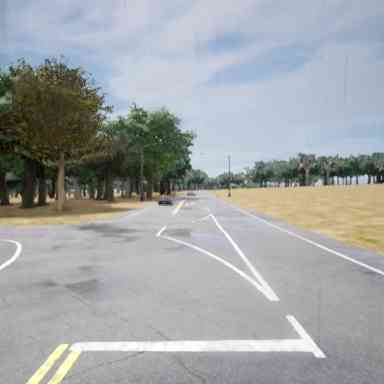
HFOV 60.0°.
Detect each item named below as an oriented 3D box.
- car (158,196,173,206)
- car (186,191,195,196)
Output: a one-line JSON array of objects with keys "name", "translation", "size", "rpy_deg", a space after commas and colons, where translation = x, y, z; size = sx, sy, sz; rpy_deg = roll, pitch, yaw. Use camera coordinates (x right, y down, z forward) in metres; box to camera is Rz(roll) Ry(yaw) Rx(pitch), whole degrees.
[{"name": "car", "translation": [-3.589, 1.231, 45.321], "size": [1.895, 1.301, 4.718], "rpy_deg": [0, 1, -1]}, {"name": "car", "translation": [-0.327, 0.489, 90.139], "size": [1.994, 1.385, 4.181], "rpy_deg": [0, 1, 6]}]
